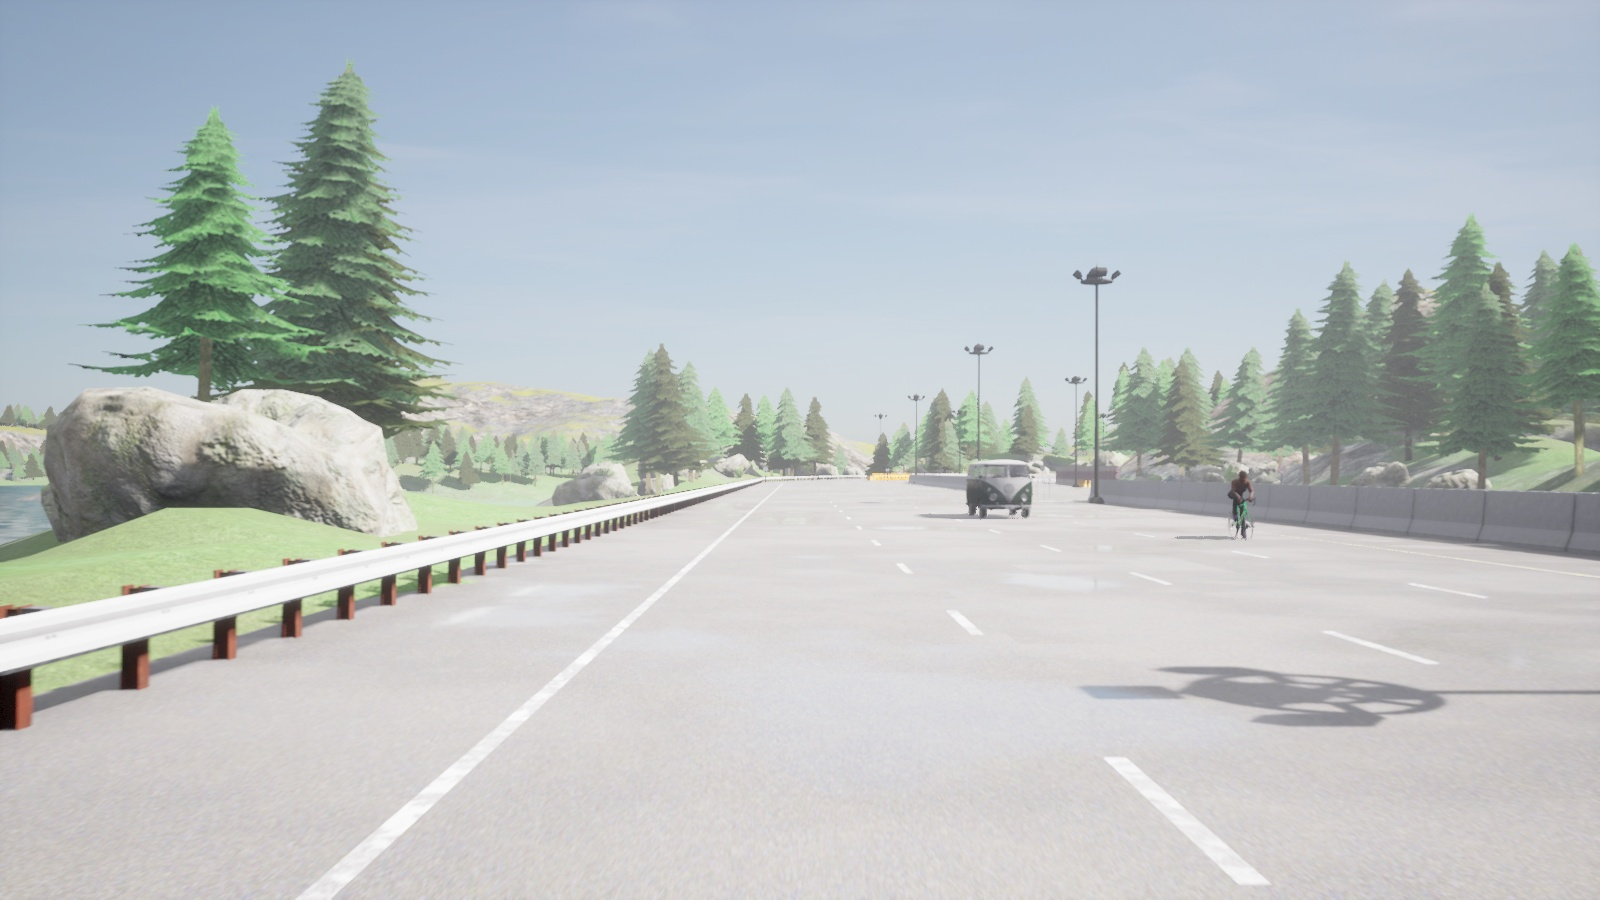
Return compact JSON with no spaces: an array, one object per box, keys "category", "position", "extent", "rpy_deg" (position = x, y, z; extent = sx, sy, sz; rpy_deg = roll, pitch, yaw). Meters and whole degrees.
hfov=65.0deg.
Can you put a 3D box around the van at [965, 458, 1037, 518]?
[{"category":"van","position":[6.899,1.290,43.486],"extent":[1.775,1.987,4.442],"rpy_deg":[0,-1,0]}]

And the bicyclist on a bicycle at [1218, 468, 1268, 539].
[{"category":"bicyclist on a bicycle","position":[10.431,1.237,29.636],"extent":[0.582,1.620,1.656],"rpy_deg":[0,-1,0]}]
